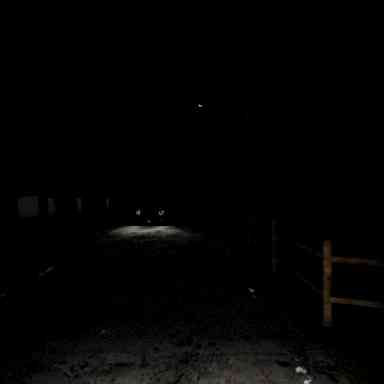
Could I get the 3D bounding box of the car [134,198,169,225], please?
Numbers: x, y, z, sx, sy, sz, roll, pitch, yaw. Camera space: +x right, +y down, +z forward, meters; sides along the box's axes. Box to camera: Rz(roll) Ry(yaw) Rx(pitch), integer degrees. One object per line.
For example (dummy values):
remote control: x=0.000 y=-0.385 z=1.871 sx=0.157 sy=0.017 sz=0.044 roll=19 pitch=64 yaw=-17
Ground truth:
car: x=-2.822 y=1.358 z=24.143 sx=2.097 sy=1.767 sz=4.553 roll=0 pitch=0 yaw=0
